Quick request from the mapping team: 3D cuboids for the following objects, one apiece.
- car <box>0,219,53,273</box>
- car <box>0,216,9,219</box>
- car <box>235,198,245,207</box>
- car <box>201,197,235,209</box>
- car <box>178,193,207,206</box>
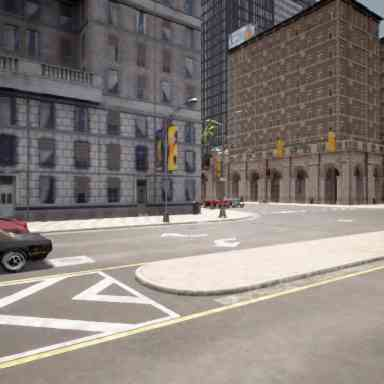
[{"bbox_3d":[-6.535,1.601,9.182,4.718,1.301,1.895,0,0,-35],"label":"car"},{"bbox_3d":[-8.480,1.526,12.087,4.674,1.442,1.812,0,0,-35],"label":"car"},{"bbox_3d":[5.663,1.491,49.027,2.128,1.511,4.902,0,0,-35],"label":"car"},{"bbox_3d":[3.234,1.477,46.396,1.882,1.535,5.008,0,0,-35],"label":"car"},{"bbox_3d":[0.024,1.221,57.127,2.150,2.045,5.566,0,0,-34],"label":"car"}]
